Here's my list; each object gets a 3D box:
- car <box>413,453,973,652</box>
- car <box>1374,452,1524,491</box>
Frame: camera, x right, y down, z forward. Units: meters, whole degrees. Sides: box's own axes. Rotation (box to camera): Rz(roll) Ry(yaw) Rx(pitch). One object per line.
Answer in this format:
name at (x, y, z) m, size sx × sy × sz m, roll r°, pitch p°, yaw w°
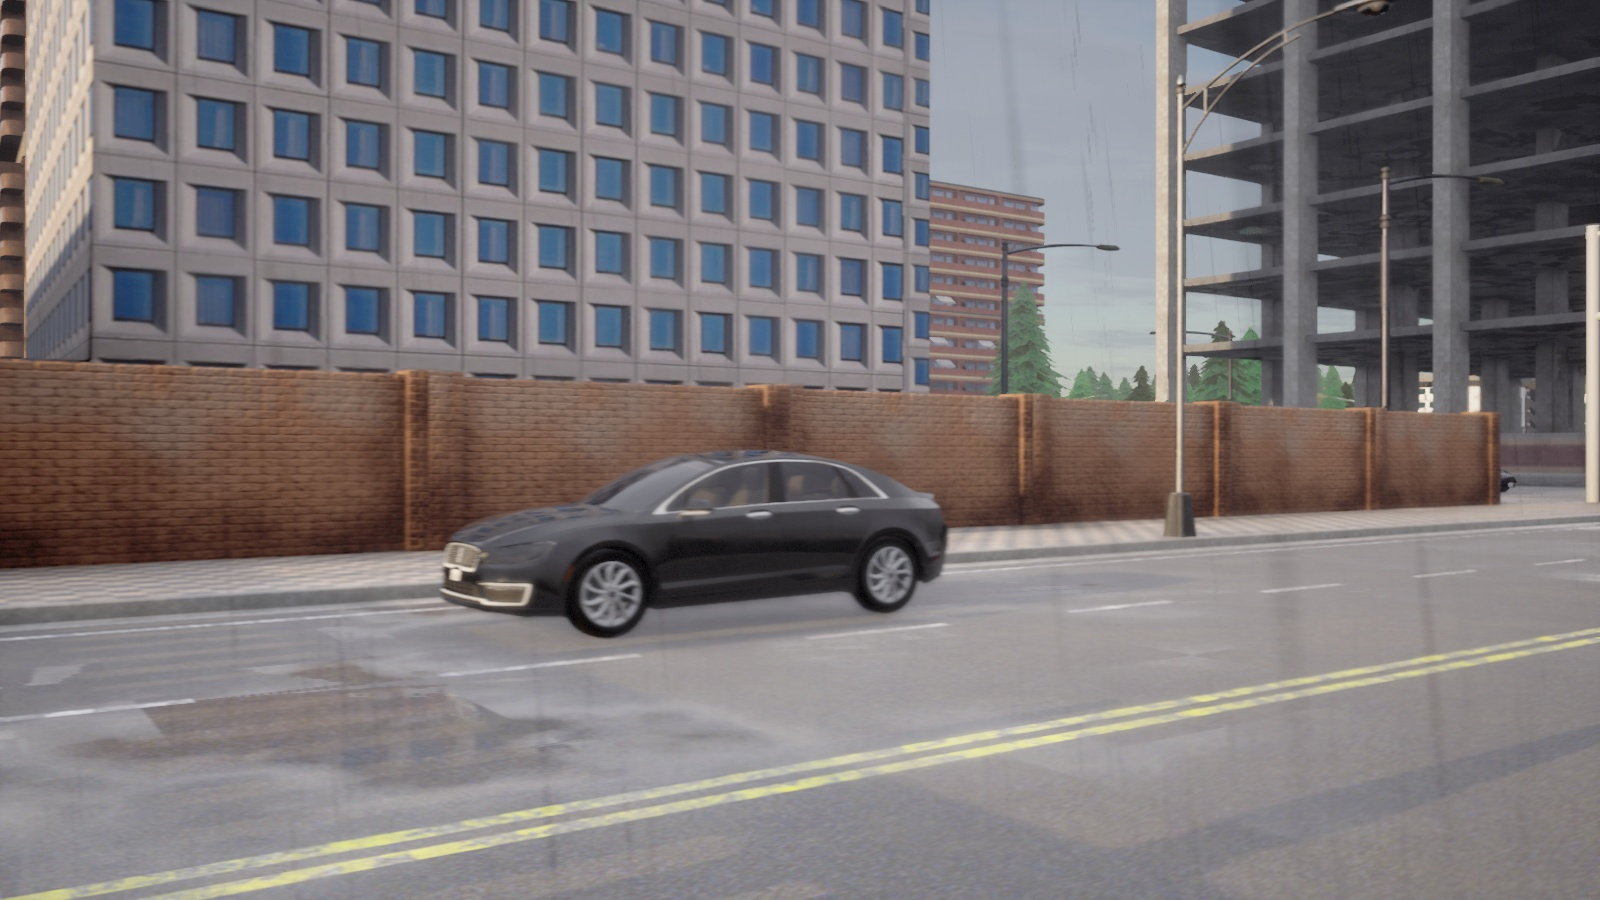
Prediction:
car at (-0.843, 0.779, 11.601) m, size 4.892 × 1.490 × 1.837 m, roll 0°, pitch 0°, yaw -35°
car at (25.474, 0.810, 49.440) m, size 2.163 × 1.488 × 4.792 m, roll 0°, pitch 0°, yaw -34°
